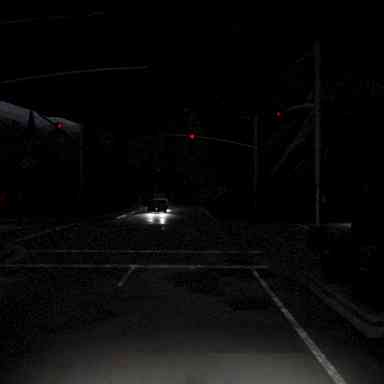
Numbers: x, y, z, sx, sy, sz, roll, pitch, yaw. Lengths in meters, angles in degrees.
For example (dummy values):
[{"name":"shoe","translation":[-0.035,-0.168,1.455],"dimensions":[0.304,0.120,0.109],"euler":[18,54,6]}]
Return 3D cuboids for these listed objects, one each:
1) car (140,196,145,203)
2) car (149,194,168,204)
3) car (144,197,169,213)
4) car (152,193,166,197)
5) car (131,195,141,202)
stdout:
[{"name":"car","translation":[-6.877,1.601,55.753],"dimensions":[1.895,1.301,4.718],"euler":[0,0,-19]},{"name":"car","translation":[-6.596,1.352,64.907],"dimensions":[2.097,1.767,4.553],"euler":[0,0,-27]},{"name":"car","translation":[-3.757,1.564,36.485],"dimensions":[1.994,1.385,4.181],"euler":[0,0,-2]},{"name":"car","translation":[-4.506,1.221,46.112],"dimensions":[2.150,2.045,5.566],"euler":[0,0,-10]},{"name":"car","translation":[-12.345,1.480,73.213],"dimensions":[4.902,1.511,2.128],"euler":[0,0,42]}]
